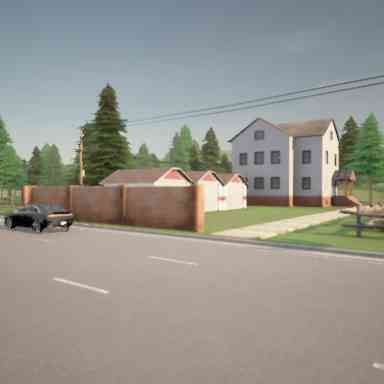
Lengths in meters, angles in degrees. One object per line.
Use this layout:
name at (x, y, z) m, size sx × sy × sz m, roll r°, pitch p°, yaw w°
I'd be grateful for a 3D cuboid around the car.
car at (-8.673, 1.413, 18.776) m, size 4.902 × 1.511 × 2.128 m, roll 0°, pitch 0°, yaw 36°
